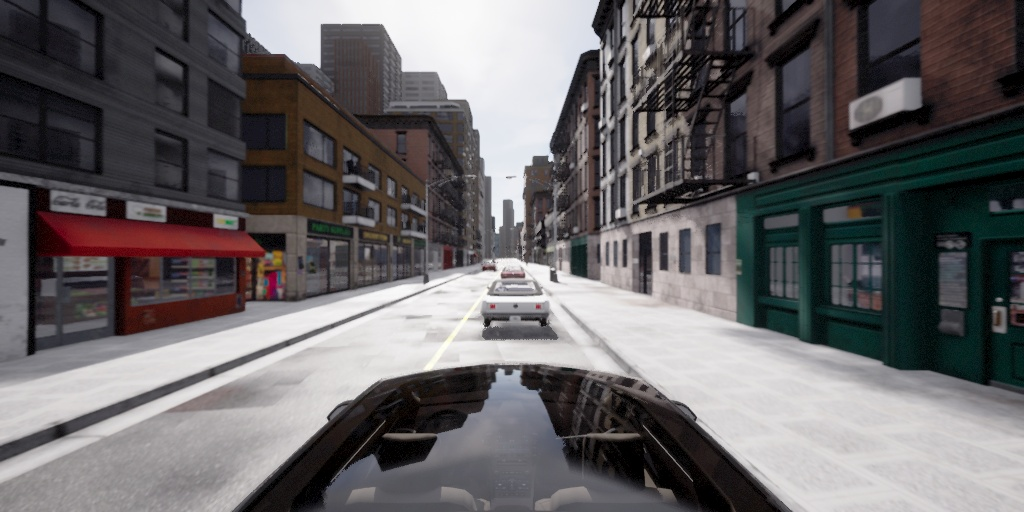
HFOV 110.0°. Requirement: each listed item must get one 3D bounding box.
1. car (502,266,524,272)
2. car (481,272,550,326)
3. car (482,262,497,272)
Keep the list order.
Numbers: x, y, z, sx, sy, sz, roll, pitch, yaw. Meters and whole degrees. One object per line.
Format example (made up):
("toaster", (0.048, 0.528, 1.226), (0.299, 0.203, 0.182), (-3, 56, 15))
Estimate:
("car", (0.084, 1.439, 28.616), (1.895, 1.301, 4.718), (0, 0, 0))
("car", (0.094, 1.385, 11.804), (1.895, 1.301, 4.718), (0, 0, 0))
("car", (-3.078, 1.501, 49.000), (1.895, 1.301, 4.718), (0, 0, 0))
